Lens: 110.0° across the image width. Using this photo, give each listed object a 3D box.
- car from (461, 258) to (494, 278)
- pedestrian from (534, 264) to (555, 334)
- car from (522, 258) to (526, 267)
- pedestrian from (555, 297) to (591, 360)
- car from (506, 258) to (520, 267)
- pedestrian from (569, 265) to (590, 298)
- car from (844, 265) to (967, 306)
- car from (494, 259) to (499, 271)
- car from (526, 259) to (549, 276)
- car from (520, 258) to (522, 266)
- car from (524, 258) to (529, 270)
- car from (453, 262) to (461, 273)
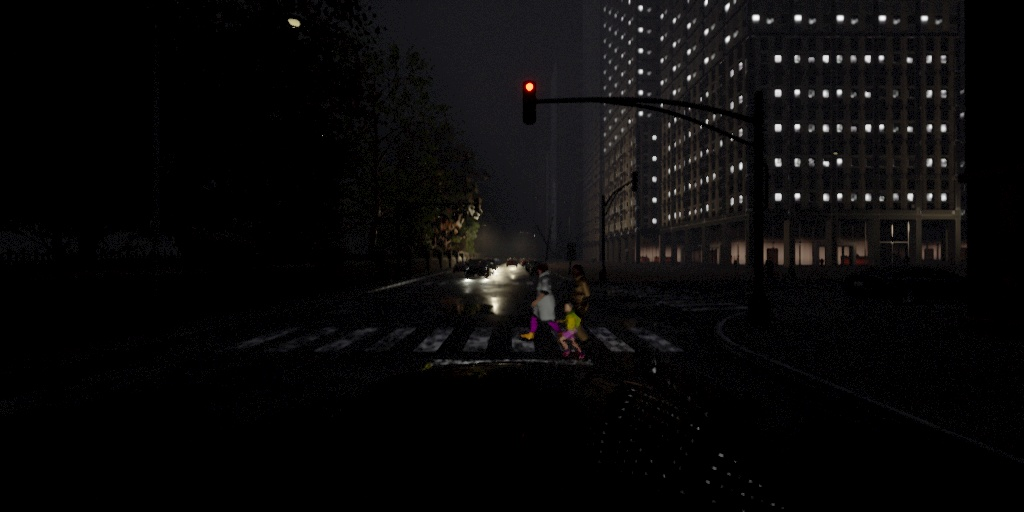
[{"bbox_3d":[-3.104,1.060,33.064,2.097,1.767,4.553,0,0,0],"label":"car"},{"bbox_3d":[0.753,1.032,8.197,0.375,1.860,0.375,0,0,0],"label":"pedestrian"},{"bbox_3d":[2.676,1.259,46.908,1.948,1.339,4.313,0,0,0],"label":"car"},{"bbox_3d":[1.167,1.415,6.890,0.500,1.100,0.500,0,0,0],"label":"pedestrian"},{"bbox_3d":[-0.017,1.160,62.094,1.882,1.535,5.008,0,0,0],"label":"car"},{"bbox_3d":[1.447,1.033,7.597,0.375,1.860,0.375,0,0,0],"label":"pedestrian"},{"bbox_3d":[14.681,1.006,13.063,4.313,1.339,1.948,0,0,0],"label":"car"},{"bbox_3d":[-3.098,1.194,48.919,1.837,1.490,4.892,0,1,0],"label":"car"},{"bbox_3d":[2.679,1.270,35.643,1.948,1.339,4.313,0,0,0],"label":"car"},{"bbox_3d":[2.673,1.227,63.805,1.888,1.381,4.507,0,0,0],"label":"car"},{"bbox_3d":[2.678,1.264,41.275,1.948,1.339,4.313,0,0,0],"label":"car"},{"bbox_3d":[-5.703,1.280,41.273,1.802,1.307,4.207,0,0,0],"label":"car"}]
